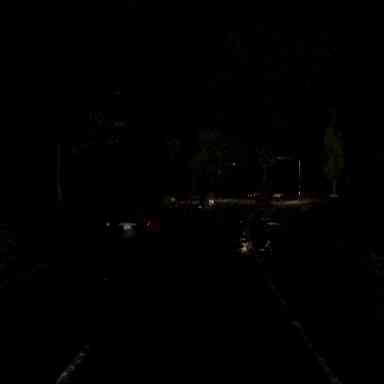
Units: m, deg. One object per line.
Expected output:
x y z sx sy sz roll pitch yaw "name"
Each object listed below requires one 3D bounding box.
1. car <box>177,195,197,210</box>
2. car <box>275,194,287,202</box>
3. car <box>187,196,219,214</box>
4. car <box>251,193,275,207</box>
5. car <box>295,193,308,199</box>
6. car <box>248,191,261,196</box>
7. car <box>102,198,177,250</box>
0.146 1.235 41.394 2.097 1.767 4.553 0 0 18 "car"
16.580 1.027 63.060 2.128 1.511 4.902 -1 1 30 "car"
1.392 1.459 33.684 2.033 1.411 5.357 0 0 15 "car"
9.932 1.272 46.221 1.837 1.490 4.892 0 1 21 "car"
25.042 0.823 76.012 1.994 1.385 4.181 -1 0 34 "car"
14.784 0.451 78.201 2.097 1.767 4.553 -1 0 34 "car"
-2.164 1.329 14.372 2.097 1.767 4.553 0 0 6 "car"
